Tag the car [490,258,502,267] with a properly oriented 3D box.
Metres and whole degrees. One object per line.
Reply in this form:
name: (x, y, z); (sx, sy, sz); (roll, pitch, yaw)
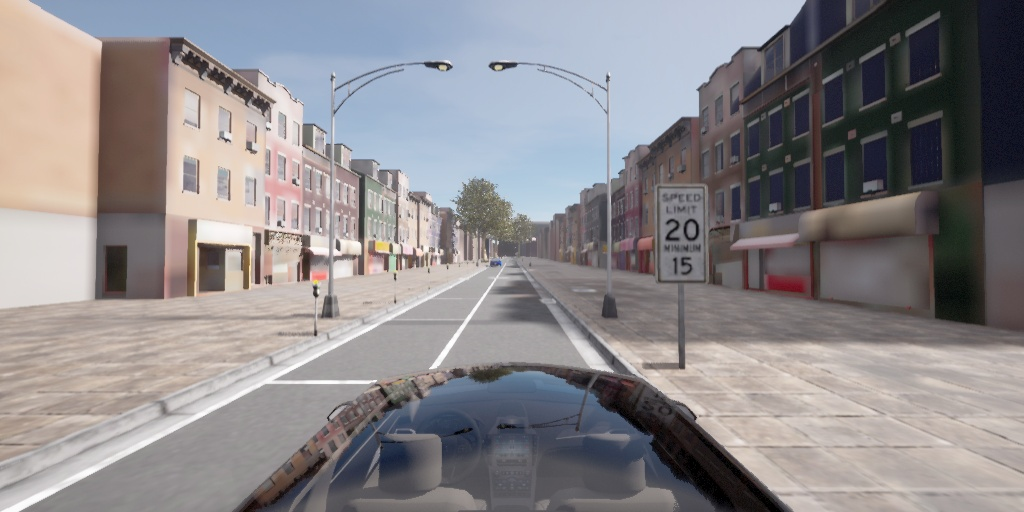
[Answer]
car: (-2.750, 1.080, 62.149); (1.882, 1.535, 5.008); (0, 0, 0)
